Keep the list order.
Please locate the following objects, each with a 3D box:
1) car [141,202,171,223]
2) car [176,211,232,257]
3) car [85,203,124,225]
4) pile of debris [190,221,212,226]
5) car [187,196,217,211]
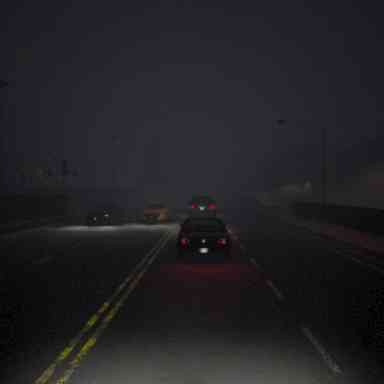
[{"bbox_3d":[-2.841,1.557,26.690,1.882,1.535,5.008,0,0,2],"label":"car"},{"bbox_3d":[0.443,1.645,13.181,1.895,1.301,4.718,0,0,1],"label":"car"},{"bbox_3d":[-6.414,1.572,24.727,1.837,1.490,4.892,0,-1,2],"label":"car"},{"bbox_3d":[0.623,2.254,23.842,1.500,0.140,1.860,0,0,2],"label":"pile of debris"},{"bbox_3d":[0.812,1.311,26.915,2.150,2.045,5.566,0,0,2],"label":"car"}]
